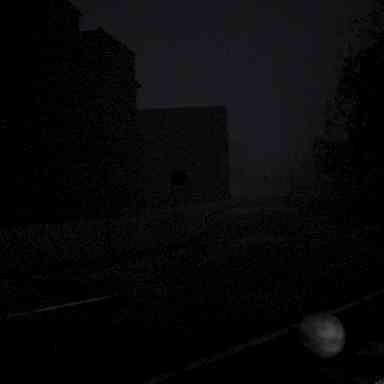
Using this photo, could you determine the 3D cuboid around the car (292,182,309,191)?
[{"bbox_3d":[18.205,-0.934,56.180,1.882,1.535,5.008,-3,1,4],"label":"car"}]
